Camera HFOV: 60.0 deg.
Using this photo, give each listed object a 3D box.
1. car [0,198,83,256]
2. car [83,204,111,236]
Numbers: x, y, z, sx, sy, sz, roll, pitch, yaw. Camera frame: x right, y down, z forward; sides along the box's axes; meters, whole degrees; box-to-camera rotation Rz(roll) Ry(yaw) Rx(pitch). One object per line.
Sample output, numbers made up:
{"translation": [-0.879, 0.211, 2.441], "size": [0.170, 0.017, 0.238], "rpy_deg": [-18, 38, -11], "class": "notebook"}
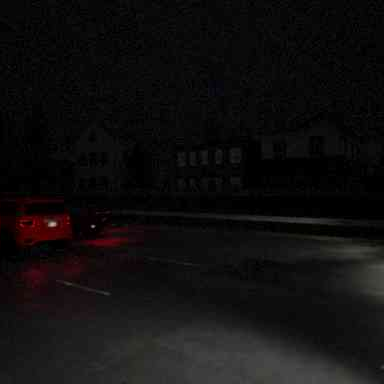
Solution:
{"translation": [-7.137, 1.241, 13.384], "size": [5.566, 2.045, 2.150], "rpy_deg": [0, 0, 36], "class": "car"}
{"translation": [-6.776, 1.500, 17.426], "size": [5.008, 1.535, 1.882], "rpy_deg": [0, 0, 36], "class": "car"}
